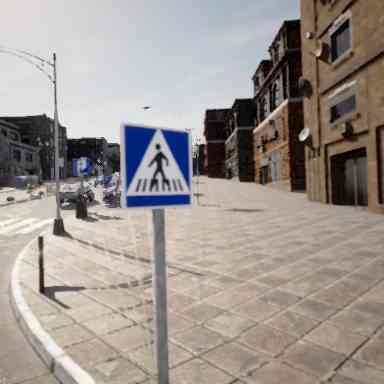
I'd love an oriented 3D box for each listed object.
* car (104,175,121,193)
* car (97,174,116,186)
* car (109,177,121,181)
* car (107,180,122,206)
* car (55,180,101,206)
[{"bbox_3d":[-9.477,-1.067,42.555,1.994,1.385,4.181,-2,5,-1],"label":"car"},{"bbox_3d":[-13.009,-1.515,48.962,1.812,1.442,4.674,-2,5,-2],"label":"car"},{"bbox_3d":[-4.387,-0.301,29.992,5.366,1.575,1.946,-2,5,-21],"label":"car"},{"bbox_3d":[-4.126,-0.029,27.029,4.674,1.452,2.002,-2,5,-21],"label":"car"},{"bbox_3d":[-8.908,0.185,25.524,2.128,1.511,4.902,-2,5,-2],"label":"car"}]
